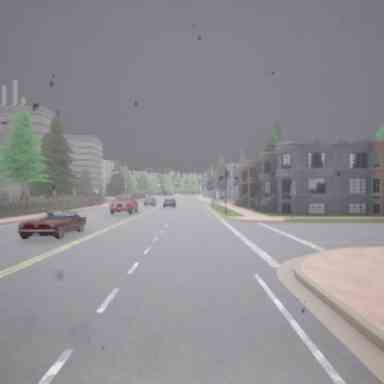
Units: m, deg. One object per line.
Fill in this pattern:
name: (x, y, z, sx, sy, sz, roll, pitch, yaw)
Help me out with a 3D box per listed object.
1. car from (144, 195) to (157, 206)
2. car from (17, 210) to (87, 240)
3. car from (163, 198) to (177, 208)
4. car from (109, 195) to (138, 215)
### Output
car: (-7.003, 1.661, 56.411, 1.837, 1.490, 4.892, 0, 0, 0)
car: (-7.101, 1.642, 17.355, 1.895, 1.301, 4.718, 0, 0, 0)
car: (-3.402, 1.611, 51.327, 2.128, 1.511, 4.902, 0, 0, 0)
car: (-7.097, 1.304, 35.216, 2.150, 2.045, 5.566, 0, 0, 0)
